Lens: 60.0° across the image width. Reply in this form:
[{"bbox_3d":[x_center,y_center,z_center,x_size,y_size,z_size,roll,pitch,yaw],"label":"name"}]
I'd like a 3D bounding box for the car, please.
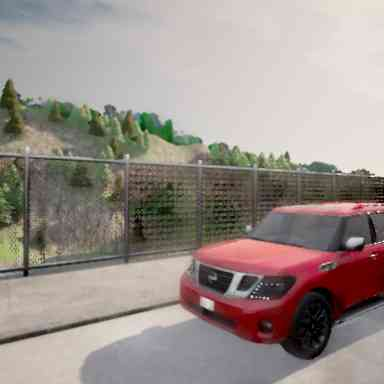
[{"bbox_3d":[2.463,1.243,6.342,5.566,2.045,2.150,0,0,-36],"label":"car"}]
